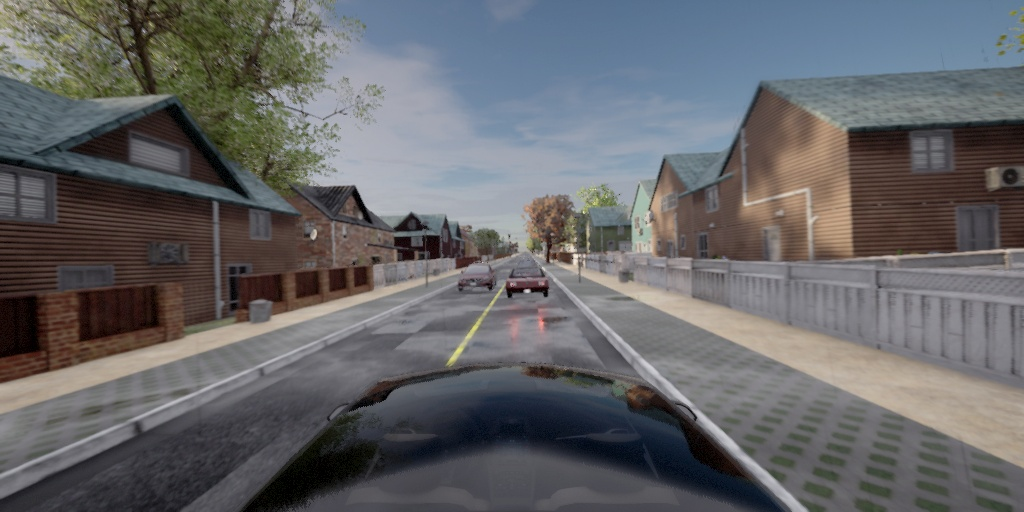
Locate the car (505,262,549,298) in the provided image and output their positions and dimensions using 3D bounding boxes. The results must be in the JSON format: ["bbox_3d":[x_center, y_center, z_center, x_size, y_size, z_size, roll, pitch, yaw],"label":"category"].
[{"bbox_3d":[0.757,1.178,17.370,1.895,1.301,4.718,-2,1,3],"label":"car"}]

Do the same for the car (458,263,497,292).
[{"bbox_3d":[-1.905,1.163,20.879,1.812,1.442,4.674,-2,1,3],"label":"car"}]

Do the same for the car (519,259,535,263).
[{"bbox_3d":[1.327,0.979,30.732,2.033,1.411,5.357,-2,1,3],"label":"car"}]
